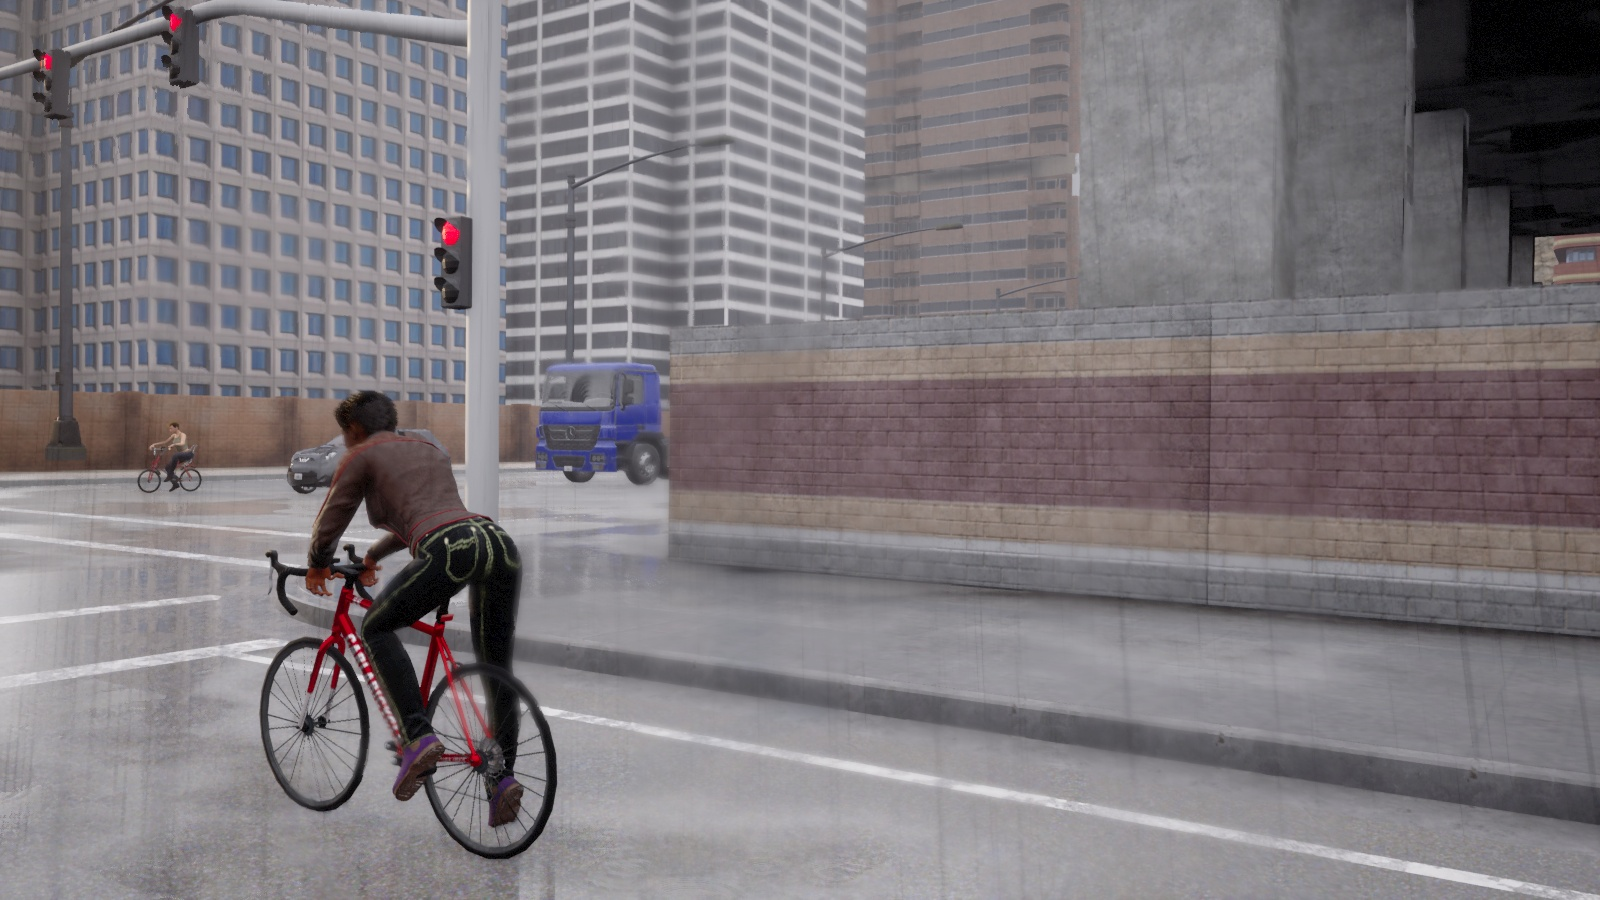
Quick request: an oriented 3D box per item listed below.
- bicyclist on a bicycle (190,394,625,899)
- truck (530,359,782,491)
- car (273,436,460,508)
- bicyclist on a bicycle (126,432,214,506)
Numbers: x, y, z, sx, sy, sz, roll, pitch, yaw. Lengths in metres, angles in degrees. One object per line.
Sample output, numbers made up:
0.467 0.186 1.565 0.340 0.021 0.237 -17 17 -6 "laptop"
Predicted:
-1.472 0.635 4.599 1.656 1.620 0.582 0 1 34 "bicyclist on a bicycle"
-4.016 -0.721 37.134 2.891 3.462 7.936 0 1 34 "truck"
-9.798 0.444 28.592 1.845 1.501 3.633 0 1 34 "car"
-14.201 0.410 28.329 0.866 1.612 1.509 0 1 34 "bicyclist on a bicycle"
